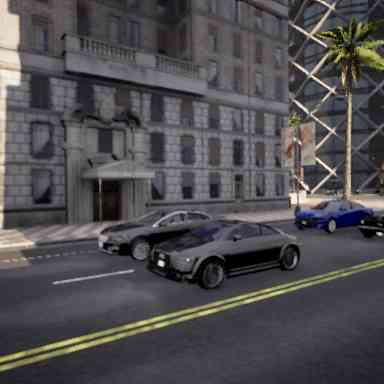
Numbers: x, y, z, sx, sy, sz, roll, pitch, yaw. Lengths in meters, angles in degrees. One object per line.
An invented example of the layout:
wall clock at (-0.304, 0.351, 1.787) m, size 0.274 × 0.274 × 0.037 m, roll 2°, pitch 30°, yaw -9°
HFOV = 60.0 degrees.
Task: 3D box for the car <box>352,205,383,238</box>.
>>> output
car at (9.314, 1.316, 14.476) m, size 4.718 × 1.301 × 1.895 m, roll -1°, pitch 1°, yaw -34°

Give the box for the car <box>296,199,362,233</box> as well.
car at (7.504, 1.174, 17.469) m, size 5.008 × 1.535 × 1.882 m, roll -1°, pitch 1°, yaw -34°

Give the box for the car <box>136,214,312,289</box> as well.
car at (0.933, 1.443, 8.824) m, size 4.181 × 1.385 × 1.994 m, roll -1°, pitch 1°, yaw -34°

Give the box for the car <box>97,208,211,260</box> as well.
car at (-0.844, 1.350, 11.846) m, size 4.902 × 1.511 × 2.128 m, roll -1°, pitch 1°, yaw -34°
